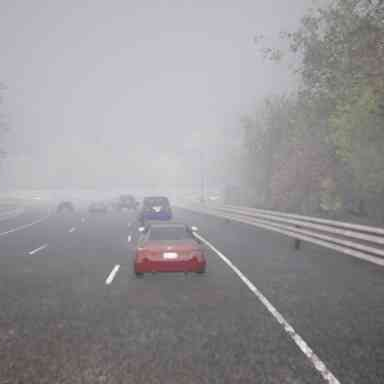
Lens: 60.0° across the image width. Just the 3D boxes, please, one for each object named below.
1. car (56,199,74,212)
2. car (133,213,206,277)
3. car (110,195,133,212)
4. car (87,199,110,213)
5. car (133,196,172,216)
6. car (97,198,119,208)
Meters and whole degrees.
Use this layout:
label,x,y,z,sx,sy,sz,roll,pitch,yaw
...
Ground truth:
label,x,y,z,sx,sy,sz,roll,pitch,yaw
car,-16.075,1.687,42.061,1.837,1.490,4.892,0,0,-23
car,-0.744,1.597,10.487,1.994,1.385,4.181,0,0,-5
car,-8.638,1.377,42.321,2.150,2.045,5.566,0,0,-22
car,-11.343,1.722,39.759,1.994,1.385,4.181,0,0,-21
car,-2.887,1.304,24.593,2.150,2.045,5.566,0,0,-13
car,-13.333,1.749,52.412,2.033,1.411,5.357,0,0,-28
